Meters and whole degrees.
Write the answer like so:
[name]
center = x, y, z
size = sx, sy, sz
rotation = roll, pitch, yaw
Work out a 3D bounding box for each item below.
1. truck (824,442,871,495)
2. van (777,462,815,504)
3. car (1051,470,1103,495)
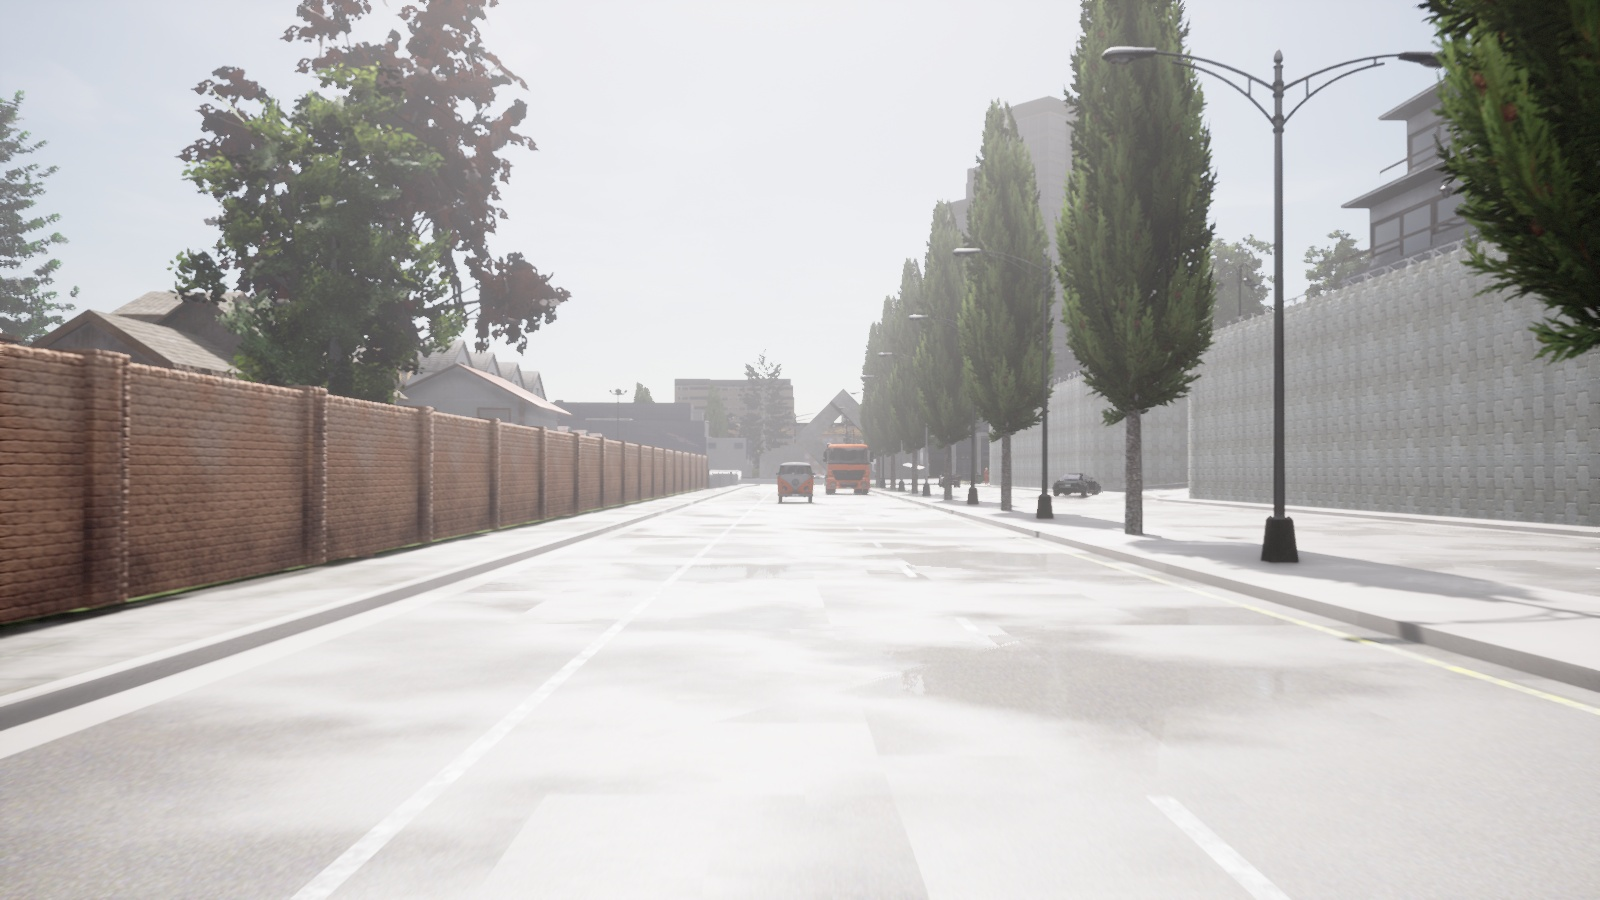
[truck]
center = 3.212, 1.272, 86.726
size = 2.891, 3.462, 7.936
rotation = 0, -1, 0
[van]
center = -0.204, 1.600, 61.613
size = 1.775, 1.987, 4.442
rotation = 0, -1, 0
[car]
center = 16.745, 1.935, 75.782
size = 1.994, 1.385, 4.181
rotation = -2, -1, 28
